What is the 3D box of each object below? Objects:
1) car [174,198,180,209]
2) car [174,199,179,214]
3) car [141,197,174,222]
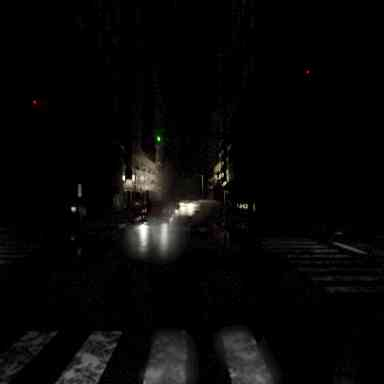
[{"bbox_3d":[-2.866,1.587,47.487,2.097,1.767,4.553,0,0,0],"label":"car"},{"bbox_3d":[-2.868,1.753,37.317,1.994,1.385,4.181,0,0,0],"label":"car"},{"bbox_3d":[-2.864,1.493,27.332,2.097,1.767,4.553,0,0,0],"label":"car"}]
